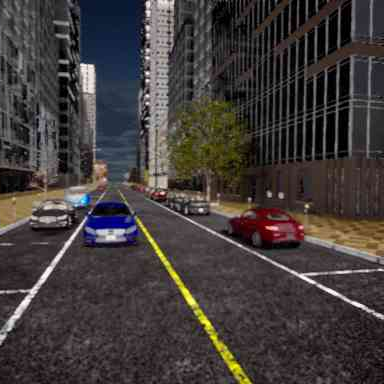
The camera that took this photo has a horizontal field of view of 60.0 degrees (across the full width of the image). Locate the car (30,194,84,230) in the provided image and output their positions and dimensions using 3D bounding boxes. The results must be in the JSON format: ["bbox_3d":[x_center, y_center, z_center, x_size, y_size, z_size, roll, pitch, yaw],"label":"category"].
[{"bbox_3d":[-6.738,1.006,16.465,2.008,1.369,4.403,0,2,-13],"label":"car"}]

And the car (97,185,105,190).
[{"bbox_3d":[-22.544,-1.128,82.891,1.802,1.307,4.206,0,2,-13],"label":"car"}]

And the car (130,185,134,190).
[{"bbox_3d":[-14.389,-1.104,84.824,1.947,1.339,4.313,0,2,-13],"label":"car"}]

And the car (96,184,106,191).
[{"bbox_3d":[-21.226,-0.979,77.354,1.887,1.381,4.507,0,2,-13],"label":"car"}]

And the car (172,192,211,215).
[{"bbox_3d":[0.099,0.871,23.938,2.008,1.369,4.403,0,2,-13],"label":"car"}]

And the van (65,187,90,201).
[{"bbox_3d":[-9.370,0.446,27.530,1.690,1.788,3.998,0,2,-13],"label":"van"}]

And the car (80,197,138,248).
[{"bbox_3d":[-3.137,1.123,12.953,1.812,1.442,4.674,0,2,-13],"label":"car"}]

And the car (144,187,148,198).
[{"bbox_3d":[-5.169,0.048,46.075,1.967,1.590,4.097,0,2,-13],"label":"car"}]

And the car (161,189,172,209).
[{"bbox_3d":[-1.219,0.695,29.473,2.008,1.369,4.403,0,2,-13],"label":"car"}]

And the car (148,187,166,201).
[{"bbox_3d":[-3.851,0.227,40.541,1.967,1.590,4.097,0,2,-13],"label":"car"}]

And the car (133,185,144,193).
[{"bbox_3d":[-10.438,-0.571,68.219,1.887,1.381,4.507,0,2,-13],"label":"car"}]

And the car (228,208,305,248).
[{"bbox_3d":[2.732,1.248,12.869,1.802,1.307,4.206,0,2,-13],"label":"car"}]
